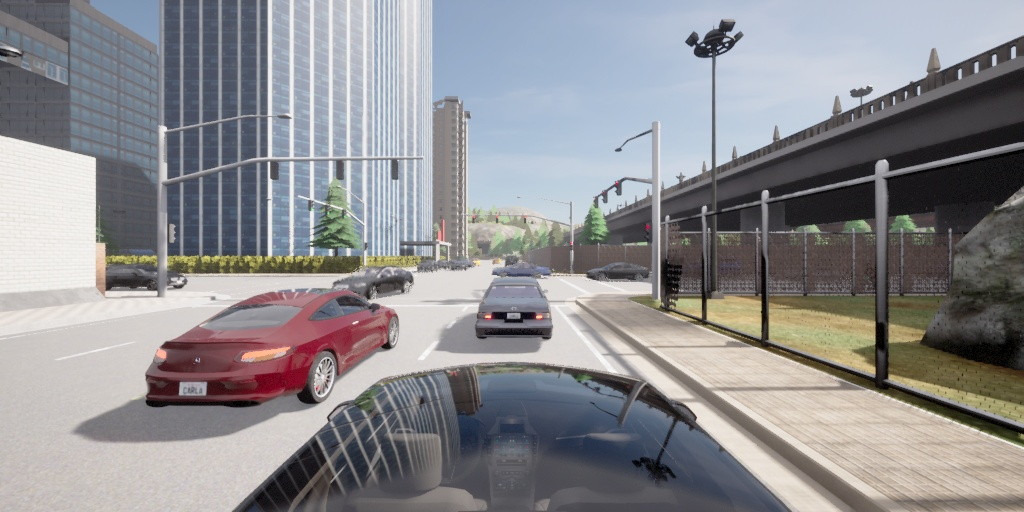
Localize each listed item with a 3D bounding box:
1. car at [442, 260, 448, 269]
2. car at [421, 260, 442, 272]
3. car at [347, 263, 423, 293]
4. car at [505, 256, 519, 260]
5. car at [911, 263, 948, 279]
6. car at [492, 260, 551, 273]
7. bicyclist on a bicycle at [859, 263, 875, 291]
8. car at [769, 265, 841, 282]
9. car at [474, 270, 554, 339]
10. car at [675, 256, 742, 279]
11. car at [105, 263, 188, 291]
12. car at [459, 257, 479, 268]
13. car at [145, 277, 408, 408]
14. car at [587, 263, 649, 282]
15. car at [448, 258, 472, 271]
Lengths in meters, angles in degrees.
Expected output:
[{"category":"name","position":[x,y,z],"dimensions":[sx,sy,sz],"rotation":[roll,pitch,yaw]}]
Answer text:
[{"category":"car","position":[-10.690,1.275,54.993],"dimensions":[1.812,1.442,4.674],"rotation":[0,0,0]},{"category":"car","position":[-10.677,1.254,45.754],"dimensions":[1.837,1.490,4.892],"rotation":[0,0,0]},{"category":"car","position":[-6.698,1.257,17.665],"dimensions":[2.128,1.511,4.902],"rotation":[0,0,15]},{"category":"car","position":[-0.021,0.970,59.677],"dimensions":[2.150,2.045,5.566],"rotation":[0,0,0]},{"category":"car","position":[39.974,1.352,32.725],"dimensions":[5.357,1.411,2.033],"rotation":[0,0,0]},{"category":"car","position":[0.854,1.322,32.602],"dimensions":[5.357,1.411,2.033],"rotation":[0,0,0]},{"category":"bicyclist on a bicycle","position":[18.267,1.106,18.188],"dimensions":[0.582,1.620,1.656],"rotation":[0,0,0]},{"category":"car","position":[23.757,1.406,29.192],"dimensions":[4.718,1.301,1.895],"rotation":[0,0,0]},{"category":"car","position":[0.079,1.297,10.013],"dimensions":[2.033,1.411,5.357],"rotation":[0,0,1]},{"category":"car","position":[17.894,1.028,32.671],"dimensions":[5.566,2.045,2.150],"rotation":[0,0,0]},{"category":"car","position":[-22.583,1.331,21.823],"dimensions":[4.674,1.442,1.812],"rotation":[0,0,0]},{"category":"car","position":[-7.182,1.296,58.765],"dimensions":[2.033,1.411,5.357],"rotation":[0,0,0]},{"category":"car","position":[-3.449,1.276,6.193],"dimensions":[1.812,1.442,4.674],"rotation":[0,0,0]},{"category":"car","position":[8.568,1.310,29.132],"dimensions":[4.892,1.490,1.837],"rotation":[0,0,0]},{"category":"car","position":[-7.177,1.313,49.527],"dimensions":[1.994,1.385,4.181],"rotation":[0,0,0]}]
